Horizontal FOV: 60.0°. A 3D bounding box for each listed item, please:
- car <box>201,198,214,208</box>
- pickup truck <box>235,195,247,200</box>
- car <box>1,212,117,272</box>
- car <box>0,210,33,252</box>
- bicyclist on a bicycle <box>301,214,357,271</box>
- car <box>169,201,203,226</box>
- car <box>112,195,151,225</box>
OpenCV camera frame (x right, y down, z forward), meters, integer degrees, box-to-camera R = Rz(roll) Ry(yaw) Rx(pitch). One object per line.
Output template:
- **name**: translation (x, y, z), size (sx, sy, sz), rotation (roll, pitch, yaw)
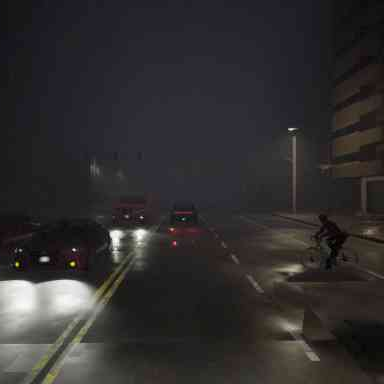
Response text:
- **car**: translation (2.151, 1.547, 48.476), size (2.033, 1.411, 5.357), rotation (0, 0, -3)
- **pickup truck**: translation (13.861, 1.058, 90.876), size (2.390, 2.098, 6.274), rotation (0, 0, 29)
- **car**: translation (-3.888, 1.564, 10.622), size (1.994, 1.385, 4.181), rotation (0, 0, -2)
- **car**: translation (-7.444, 1.477, 12.551), size (1.882, 1.535, 5.008), rotation (0, 0, -2)
- **bicyclist on a bicycle**: translation (3.911, 1.451, 9.507), size (1.656, 1.620, 0.582), rotation (0, 0, -2)
- **car**: translation (-0.580, 1.491, 23.198), size (2.128, 1.511, 4.902), rotation (0, 0, -2)
- **car**: translation (-4.238, 1.222, 24.076), size (2.150, 2.045, 5.566), rotation (0, 0, -1)
